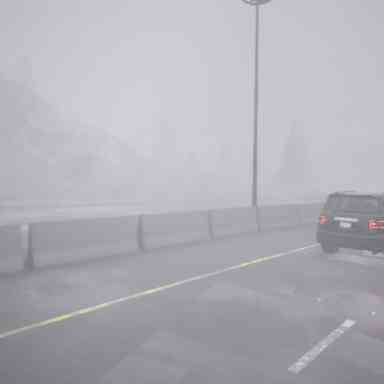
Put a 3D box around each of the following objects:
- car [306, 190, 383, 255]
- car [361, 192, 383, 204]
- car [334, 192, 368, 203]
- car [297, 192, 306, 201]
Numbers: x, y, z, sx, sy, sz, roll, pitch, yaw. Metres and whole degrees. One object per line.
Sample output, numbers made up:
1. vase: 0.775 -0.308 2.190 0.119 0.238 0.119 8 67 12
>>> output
1. car: 6.319 1.003 11.308 5.566 2.045 2.150 -1 2 -43
2. car: 24.055 0.761 42.291 5.357 1.411 2.033 0 2 -30
3. car: 21.415 0.728 44.787 4.718 1.301 1.895 0 2 -31
4. car: 16.586 0.530 45.887 5.008 1.535 1.882 0 1 -32
